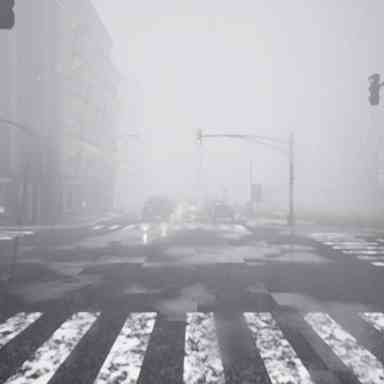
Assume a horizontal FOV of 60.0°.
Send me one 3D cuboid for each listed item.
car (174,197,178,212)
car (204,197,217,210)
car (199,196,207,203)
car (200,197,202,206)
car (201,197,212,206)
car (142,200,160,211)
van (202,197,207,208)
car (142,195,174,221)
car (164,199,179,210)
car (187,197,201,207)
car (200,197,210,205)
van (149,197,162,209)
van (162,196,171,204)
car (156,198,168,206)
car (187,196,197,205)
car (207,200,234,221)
[{"bbox_3d":[-3.075,1.711,39.727,1.882,1.535,5.008,0,0,0],"label":"car"},{"bbox_3d":[2.663,1.648,35.119,1.967,1.590,4.097,-1,0,0],"label":"car"},{"bbox_3d":[2.725,1.895,85.931,1.967,1.590,4.097,-1,0,0],"label":"car"},{"bbox_3d":[2.672,1.843,52.056,1.887,1.381,4.507,-1,0,0],"label":"car"},{"bbox_3d":[2.677,1.795,63.347,1.967,1.590,4.097,-1,0,0],"label":"car"},{"bbox_3d":[-5.677,1.835,46.381,1.947,1.339,4.313,-1,0,0],"label":"car"},{"bbox_3d":[2.667,1.610,46.411,1.690,1.788,3.998,-1,0,0],"label":"van"},{"bbox_3d":[-3.077,1.401,29.937,2.150,2.045,5.566,0,0,0],"label":"car"},{"bbox_3d":[-3.066,1.839,50.747,2.033,1.411,5.357,0,0,0],"label":"car"},{"bbox_3d":[0.131,1.885,59.872,2.033,1.411,5.357,0,0,0],"label":"car"},{"bbox_3d":[2.686,1.821,68.994,1.967,1.590,4.097,-1,0,0],"label":"car"},{"bbox_3d":[-5.678,1.639,52.028,1.690,1.788,3.998,-1,0,0],"label":"van"},{"bbox_3d":[-5.666,1.748,74.613,1.690,1.788,3.998,-1,0,0],"label":"van"},{"bbox_3d":[-5.669,1.899,63.318,1.887,1.381,4.507,-1,0,0],"label":"car"},{"bbox_3d":[0.064,1.742,70.500,2.097,1.767,4.553,0,0,0],"label":"car"},{"bbox_3d":[2.661,1.722,29.473,1.887,1.381,4.507,-1,0,0],"label":"car"}]
